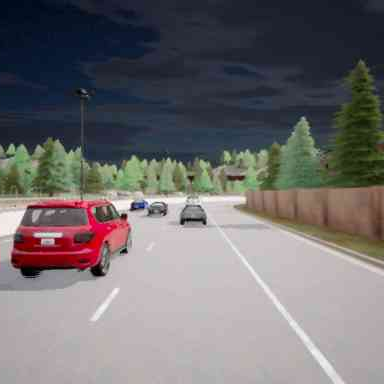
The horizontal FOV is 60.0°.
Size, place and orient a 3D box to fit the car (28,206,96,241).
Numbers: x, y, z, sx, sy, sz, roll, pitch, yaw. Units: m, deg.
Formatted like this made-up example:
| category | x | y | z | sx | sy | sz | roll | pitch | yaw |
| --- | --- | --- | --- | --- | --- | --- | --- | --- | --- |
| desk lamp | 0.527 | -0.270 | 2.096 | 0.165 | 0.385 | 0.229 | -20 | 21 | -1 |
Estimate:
| category | x | y | z | sx | sy | sz | roll | pitch | yaw |
| --- | --- | --- | --- | --- | --- | --- | --- | --- | --- |
| car | -6.899 | 1.597 | 18.304 | 1.837 | 1.490 | 4.892 | 0 | 0 | 0 |

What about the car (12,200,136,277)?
| category | x | y | z | sx | sy | sz | roll | pitch | yaw |
| --- | --- | --- | --- | --- | --- | --- | --- | --- | --- |
| car | -3.402 | 1.275 | 10.531 | 2.150 | 2.045 | 5.566 | 0 | 0 | 0 |

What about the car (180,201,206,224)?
| category | x | y | z | sx | sy | sz | roll | pitch | yaw |
| --- | --- | --- | --- | --- | --- | --- | --- | --- | --- |
| car | 0.096 | 1.693 | 26.030 | 1.994 | 1.385 | 4.181 | 0 | 0 | 0 |

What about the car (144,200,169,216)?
| category | x | y | z | sx | sy | sz | roll | pitch | yaw |
| --- | --- | --- | --- | --- | --- | --- | --- | --- | --- |
| car | -3.399 | 1.695 | 34.101 | 1.812 | 1.442 | 4.674 | 0 | 0 | 0 |

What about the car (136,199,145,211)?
| category | x | y | z | sx | sy | sz | roll | pitch | yaw |
| --- | --- | --- | --- | --- | --- | --- | --- | --- | --- |
| car | -6.846 | 1.696 | 43.894 | 1.882 | 1.535 | 5.008 | 0 | 0 | 1 |

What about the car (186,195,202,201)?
| category | x | y | z | sx | sy | sz | roll | pitch | yaw |
| --- | --- | --- | --- | --- | --- | --- | --- | --- | --- |
| car | 0.321 | 1.470 | 50.201 | 2.150 | 2.045 | 5.566 | -1 | 0 | 4 |
